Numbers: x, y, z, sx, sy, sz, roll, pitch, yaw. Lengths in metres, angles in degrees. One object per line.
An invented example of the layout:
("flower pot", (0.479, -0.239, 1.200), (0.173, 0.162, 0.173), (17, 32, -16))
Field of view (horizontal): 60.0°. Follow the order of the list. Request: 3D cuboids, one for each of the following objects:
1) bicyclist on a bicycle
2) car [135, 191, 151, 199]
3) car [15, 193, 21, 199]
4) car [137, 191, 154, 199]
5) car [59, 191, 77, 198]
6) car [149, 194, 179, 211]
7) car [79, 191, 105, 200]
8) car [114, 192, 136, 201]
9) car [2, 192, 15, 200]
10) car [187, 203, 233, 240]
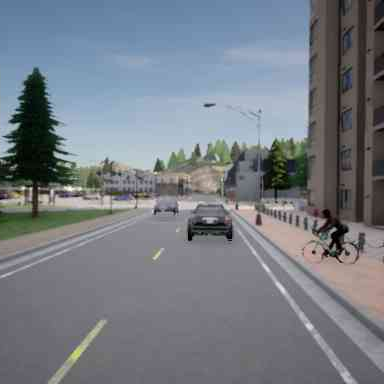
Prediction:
("bicyclist on a bicycle", (4.072, 1.328, 9.752), (1.656, 1.620, 0.582), (2, 0, 3))
("car", (-13.092, 0.782, 88.918), (3.866, 1.878, 1.905), (1, 0, 3))
("car", (-39.826, 0.767, 71.926), (5.027, 1.636, 2.152), (1, 0, 3))
("car", (-12.832, 0.811, 85.995), (4.605, 1.855, 1.932), (1, 0, 3))
("car", (-31.546, 0.828, 83.356), (3.633, 1.501, 1.845), (1, 0, 3))
("car", (-2.091, 1.103, 28.098), (1.812, 1.442, 4.674), (1, 0, 3))
("car", (-21.195, 1.032, 70.807), (3.806, 1.475, 1.970), (1, 0, 3))
("car", (-13.940, 1.109, 67.444), (3.633, 1.501, 1.845), (1, 0, 3))
("car", (-39.937, 0.780, 68.790), (4.514, 1.523, 2.007), (1, 0, 3))
("car", (0.919, 1.331, 16.959), (2.097, 1.767, 4.553), (1, 0, 3))
